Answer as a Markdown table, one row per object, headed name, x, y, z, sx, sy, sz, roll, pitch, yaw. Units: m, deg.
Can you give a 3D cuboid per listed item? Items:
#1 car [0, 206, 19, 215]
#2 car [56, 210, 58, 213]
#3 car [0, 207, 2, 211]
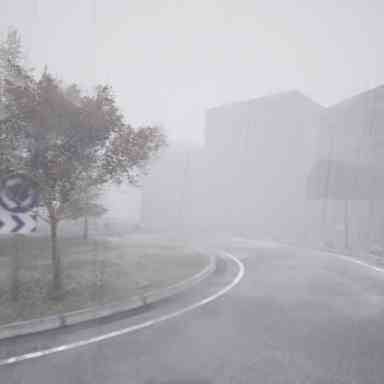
| name | x | y | z | sx | sy | sz | roll | pitch | yaw |
| --- | --- | --- | --- | --- | --- | --- | --- | --- | --- |
| car | -34.834 | 3.421 | 61.246 | 5.008 | 1.535 | 2.097 | 2 | -3 | -20 |
| car | -28.433 | 4.078 | 71.439 | 1.882 | 1.535 | 5.008 | 2 | -4 | -20 |
| car | -33.809 | 3.146 | 58.399 | 4.553 | 1.767 | 2.185 | 2 | -3 | -20 |
